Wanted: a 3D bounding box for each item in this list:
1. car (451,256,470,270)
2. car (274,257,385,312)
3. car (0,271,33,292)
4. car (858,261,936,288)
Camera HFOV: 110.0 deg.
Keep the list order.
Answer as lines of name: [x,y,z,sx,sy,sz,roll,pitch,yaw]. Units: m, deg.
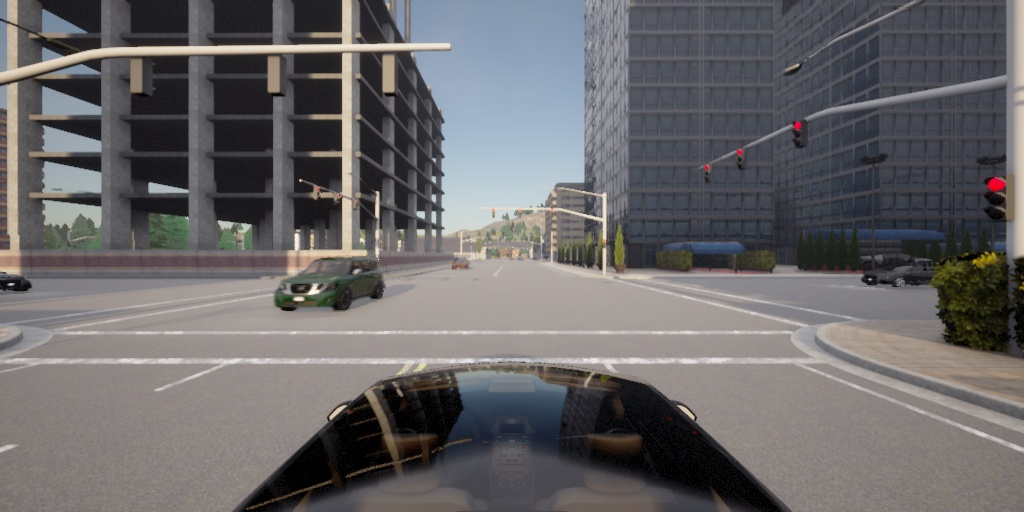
car: [-7.016,1.003,49.342,2.097,1.767,4.553,0,0,0]
car: [-7.003,1.049,14.545,2.150,2.045,5.566,0,0,0]
car: [-27.921,1.296,18.598,4.181,1.385,1.994,0,0,1]
car: [25.106,1.233,22.725,4.892,1.490,1.837,0,0,0]
